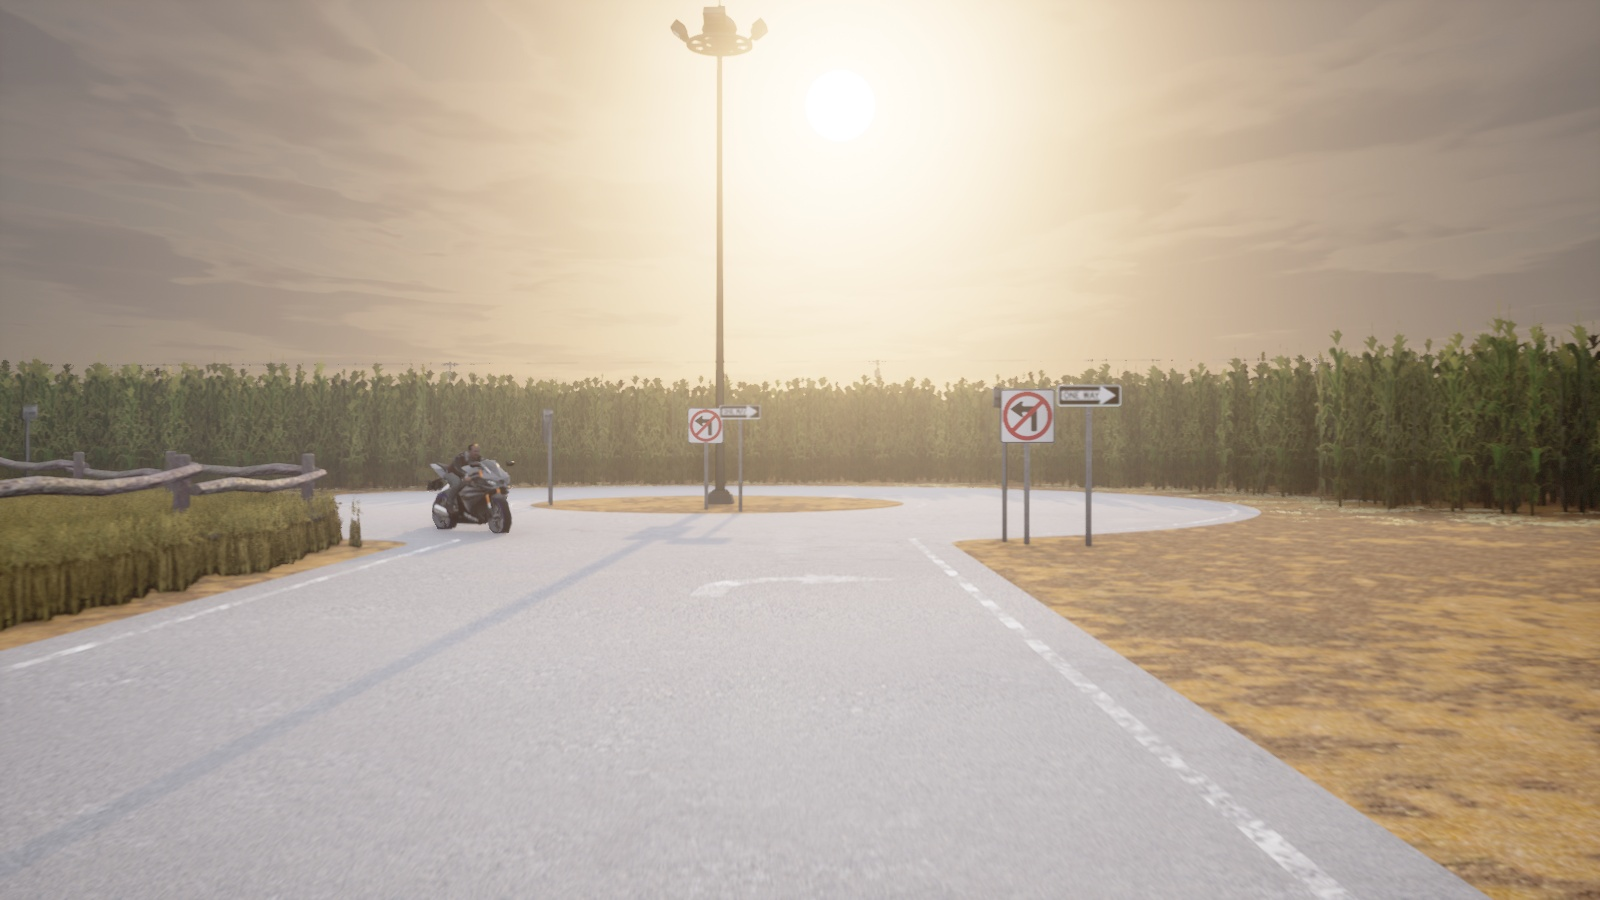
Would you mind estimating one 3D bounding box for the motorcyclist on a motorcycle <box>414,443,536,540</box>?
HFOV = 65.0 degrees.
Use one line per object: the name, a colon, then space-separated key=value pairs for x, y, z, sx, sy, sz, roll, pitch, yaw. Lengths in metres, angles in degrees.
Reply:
motorcyclist on a motorcycle: x=-5.455 y=0.659 z=21.009 sx=2.191 sy=1.530 sz=0.866 roll=0 pitch=2 yaw=42
